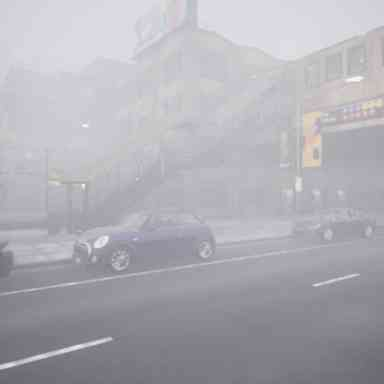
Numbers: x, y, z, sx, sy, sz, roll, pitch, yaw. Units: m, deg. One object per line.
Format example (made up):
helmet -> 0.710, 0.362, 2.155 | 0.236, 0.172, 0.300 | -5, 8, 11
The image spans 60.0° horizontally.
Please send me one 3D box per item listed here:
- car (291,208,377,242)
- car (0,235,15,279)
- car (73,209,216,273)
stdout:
car -> 7.355, 1.594, 17.107 | 4.892, 1.521, 2.231 | 0, 0, -26
car -> -6.586, 1.469, 7.033 | 5.008, 1.535, 2.097 | 1, 0, -36
car -> -1.436, 1.390, 10.879 | 4.553, 1.767, 2.185 | 1, 0, -36
